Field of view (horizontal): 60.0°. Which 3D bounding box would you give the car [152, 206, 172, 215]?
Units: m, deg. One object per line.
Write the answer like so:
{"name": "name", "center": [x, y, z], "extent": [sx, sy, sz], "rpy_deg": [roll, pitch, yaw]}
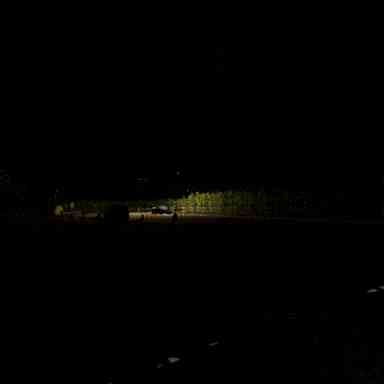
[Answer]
{"name": "car", "center": [-5.442, 3.297, 59.410], "extent": [2.128, 1.511, 4.902], "rpy_deg": [1, -3, -35]}
